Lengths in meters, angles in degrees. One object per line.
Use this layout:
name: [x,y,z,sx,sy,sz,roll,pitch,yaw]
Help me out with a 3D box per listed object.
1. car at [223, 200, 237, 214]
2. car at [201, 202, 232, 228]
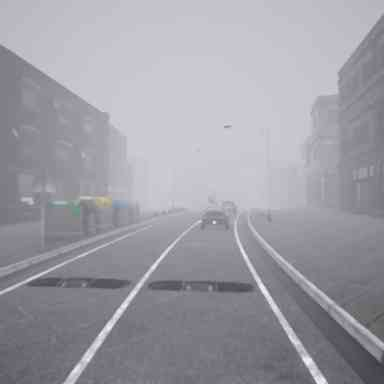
car: [4.605,1.827,41.964,2.033,1.649,4.856,0,-1,10]
car: [1.740,1.710,23.754,1.837,1.490,4.892,0,-1,7]
